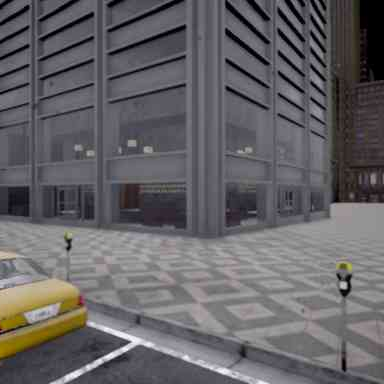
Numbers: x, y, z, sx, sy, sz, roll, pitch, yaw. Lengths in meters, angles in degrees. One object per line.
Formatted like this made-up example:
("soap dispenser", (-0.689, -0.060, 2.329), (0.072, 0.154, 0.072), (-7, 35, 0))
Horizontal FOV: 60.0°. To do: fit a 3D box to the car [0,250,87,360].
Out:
("car", (-3.823, 1.565, 5.693), (4.829, 1.417, 1.752), (0, 0, 36))
